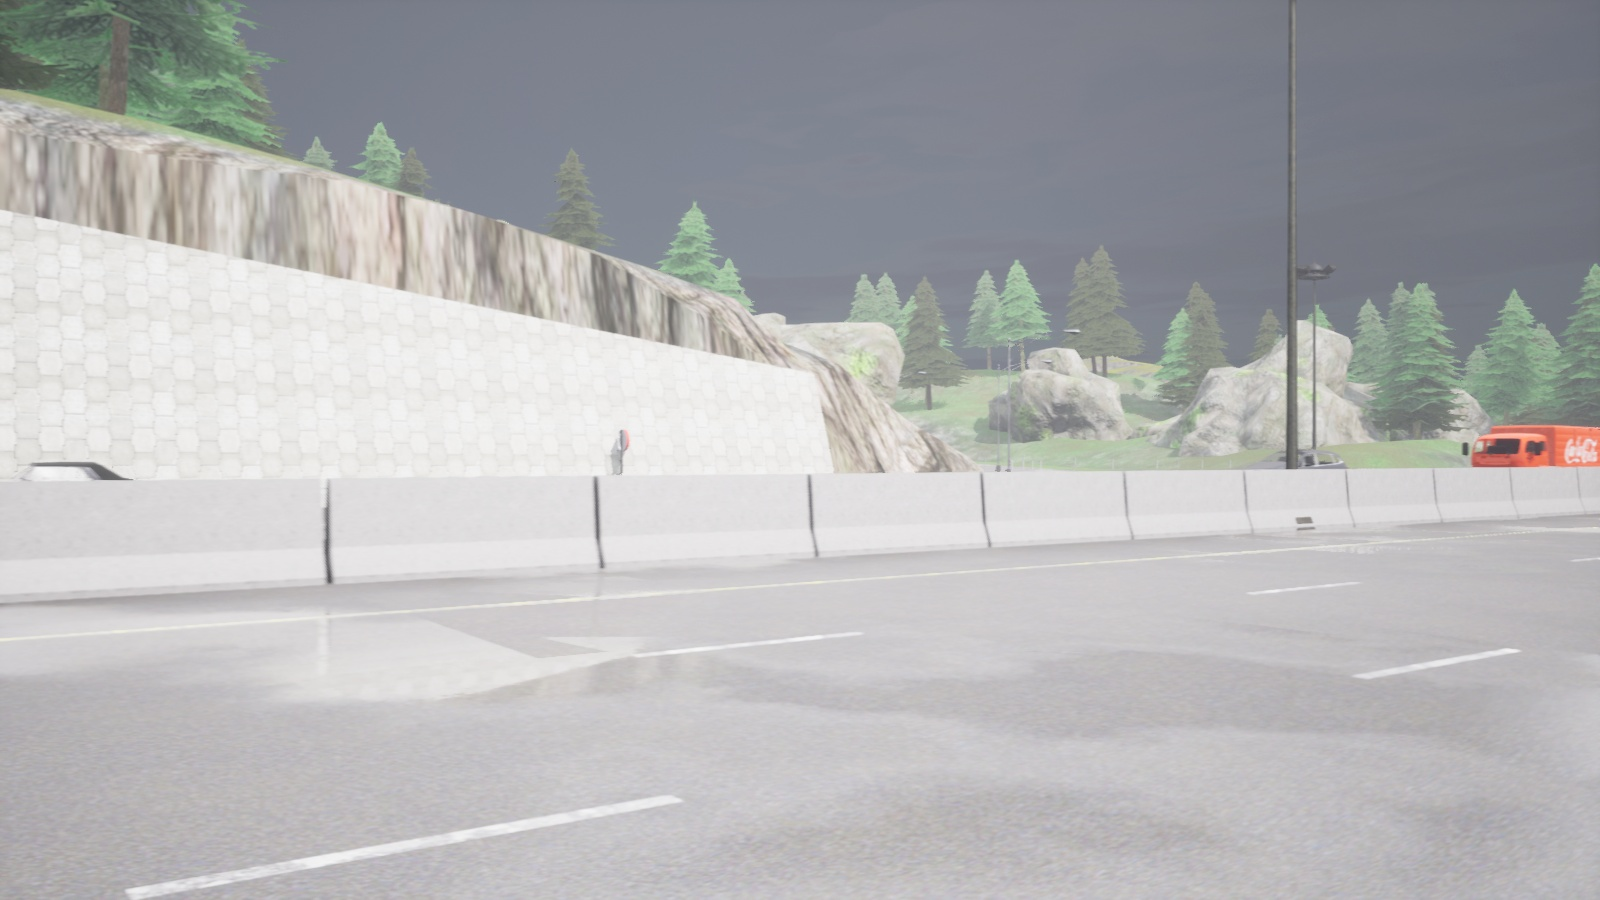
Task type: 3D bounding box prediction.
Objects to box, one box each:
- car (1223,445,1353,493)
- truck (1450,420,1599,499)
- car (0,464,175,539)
[{"bbox_3d":[17.859,0.665,45.940,4.611,1.667,2.242,0,0,-35],"label":"car"},{"bbox_3d":[24.395,0.312,41.959,5.204,2.467,2.627,0,0,-35],"label":"truck"},{"bbox_3d":[-14.445,0.933,23.455,4.718,1.301,1.895,0,0,-35],"label":"car"}]
